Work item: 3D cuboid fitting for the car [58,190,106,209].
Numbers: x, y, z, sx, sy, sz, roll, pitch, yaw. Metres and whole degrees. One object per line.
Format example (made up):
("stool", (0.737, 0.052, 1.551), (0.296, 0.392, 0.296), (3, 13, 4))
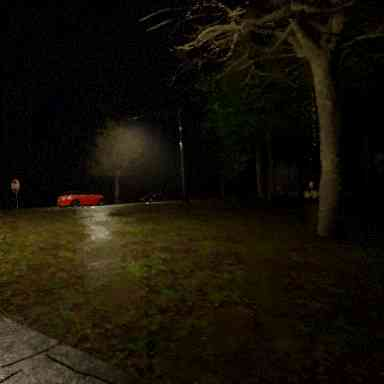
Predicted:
("car", (-10.605, 0.621, 32.338), (2.097, 1.767, 4.553), (-4, -1, 34))

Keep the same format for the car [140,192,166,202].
("car", (-5.964, 0.842, 51.465), (1.837, 1.490, 4.892), (-4, 1, 34))
